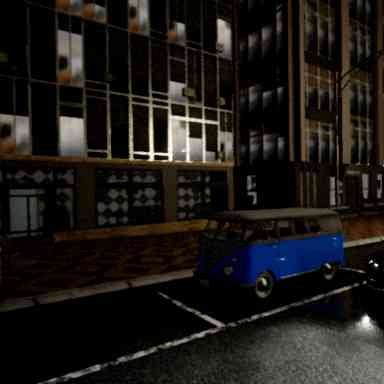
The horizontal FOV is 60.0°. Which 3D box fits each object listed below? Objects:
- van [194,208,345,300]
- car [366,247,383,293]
[{"bbox_3d":[1.952,1.305,7.966,3.998,1.788,1.690,0,-1,-35],"label":"van"},{"bbox_3d":[5.847,1.436,7.541,4.902,1.511,2.128,-1,0,-35],"label":"car"}]
